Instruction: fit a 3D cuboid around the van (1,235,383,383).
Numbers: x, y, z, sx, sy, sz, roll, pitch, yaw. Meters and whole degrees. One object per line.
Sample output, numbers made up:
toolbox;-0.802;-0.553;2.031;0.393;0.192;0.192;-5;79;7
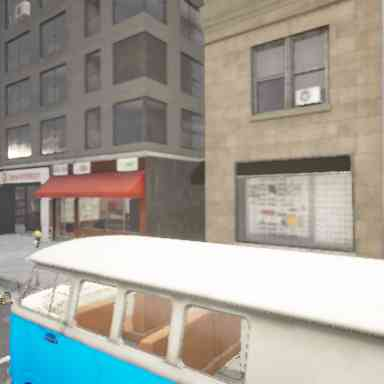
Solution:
van;0.045;1.356;2.777;3.998;1.788;1.690;-1;0;36
